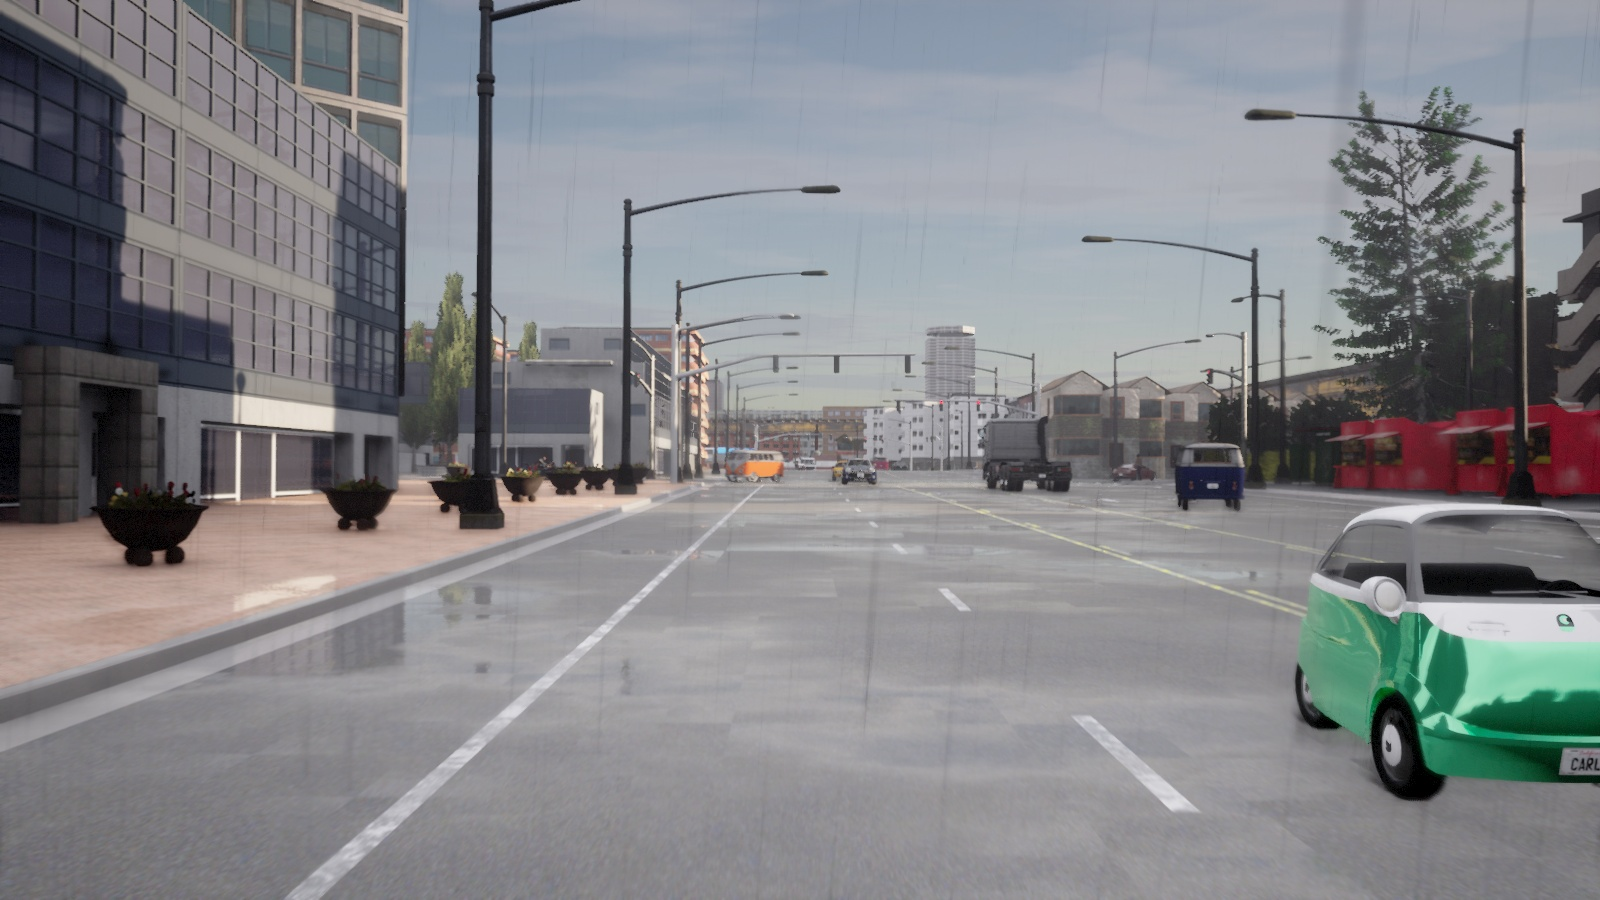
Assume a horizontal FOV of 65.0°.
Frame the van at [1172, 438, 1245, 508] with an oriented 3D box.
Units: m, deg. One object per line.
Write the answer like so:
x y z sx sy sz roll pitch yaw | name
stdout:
12.377 0.668 38.239 1.775 1.987 4.442 0 0 14 | van

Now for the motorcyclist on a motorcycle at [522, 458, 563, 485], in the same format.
-14.621 1.242 71.367 2.191 1.530 0.866 0 -1 0 | motorcyclist on a motorcycle

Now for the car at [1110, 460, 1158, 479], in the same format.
25.343 1.472 95.160 1.812 1.442 4.674 -1 -1 39 | car

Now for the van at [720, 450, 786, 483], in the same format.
-2.843 1.017 77.165 1.775 1.987 4.442 0 -1 34 | van

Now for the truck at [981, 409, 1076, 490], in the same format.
10.355 0.011 57.742 2.891 3.462 7.936 0 0 0 | truck

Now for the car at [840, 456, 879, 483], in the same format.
3.328 1.121 70.853 1.970 1.475 3.806 0 -1 0 | car

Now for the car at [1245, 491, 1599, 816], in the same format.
3.484 0.928 6.622 1.481 1.376 2.207 0 -1 0 | car

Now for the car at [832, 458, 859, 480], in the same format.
3.280 1.388 91.730 1.801 1.575 5.366 0 -1 0 | car
